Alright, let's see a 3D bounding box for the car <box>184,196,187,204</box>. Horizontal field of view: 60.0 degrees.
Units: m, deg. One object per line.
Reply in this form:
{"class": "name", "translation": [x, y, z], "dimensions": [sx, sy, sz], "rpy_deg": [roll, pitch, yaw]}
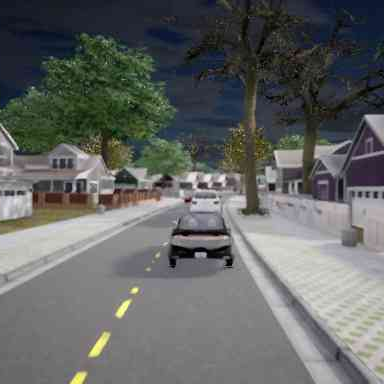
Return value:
{"class": "car", "translation": [0.062, 0.948, 45.141], "dimensions": [1.895, 1.301, 4.718], "rpy_deg": [0, 1, 7]}

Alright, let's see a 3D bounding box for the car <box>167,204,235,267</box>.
{"class": "car", "translation": [0.325, 1.355, 10.852], "dimensions": [2.128, 1.511, 4.902], "rpy_deg": [0, 1, 3]}

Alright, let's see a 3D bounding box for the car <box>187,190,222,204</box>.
{"class": "car", "translation": [1.145, 0.872, 26.137], "dimensions": [2.150, 2.045, 5.566], "rpy_deg": [0, 1, 5]}
